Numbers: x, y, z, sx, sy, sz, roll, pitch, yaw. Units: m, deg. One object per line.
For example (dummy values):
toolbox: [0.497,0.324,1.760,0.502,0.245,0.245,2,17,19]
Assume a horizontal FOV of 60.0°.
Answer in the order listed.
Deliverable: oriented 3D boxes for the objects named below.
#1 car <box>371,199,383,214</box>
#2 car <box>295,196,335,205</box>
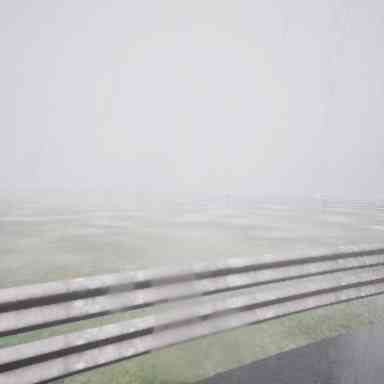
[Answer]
car: [20.283,1.393,32.584,4.902,1.511,2.128,2,2,39]
car: [15.133,1.224,41.085,4.674,1.442,1.812,2,1,38]
